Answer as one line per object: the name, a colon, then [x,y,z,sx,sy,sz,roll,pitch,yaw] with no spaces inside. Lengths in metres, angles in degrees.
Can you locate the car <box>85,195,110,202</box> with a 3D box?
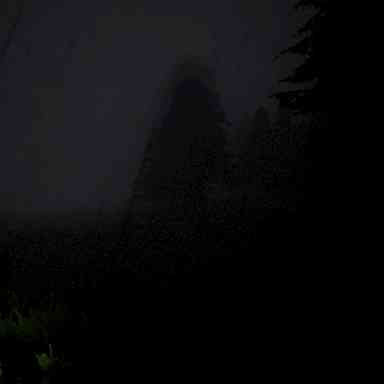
car: [-15.268,1.314,53.923,1.816,1.474,4.193,7,4,33]

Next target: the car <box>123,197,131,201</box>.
car: [-8.791,1.393,51.854,1.812,1.442,4.674,0,0,36]

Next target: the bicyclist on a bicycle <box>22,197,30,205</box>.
bicyclist on a bicycle: [-17.098,1.366,34.189,1.656,1.620,0.582,3,2,36]
